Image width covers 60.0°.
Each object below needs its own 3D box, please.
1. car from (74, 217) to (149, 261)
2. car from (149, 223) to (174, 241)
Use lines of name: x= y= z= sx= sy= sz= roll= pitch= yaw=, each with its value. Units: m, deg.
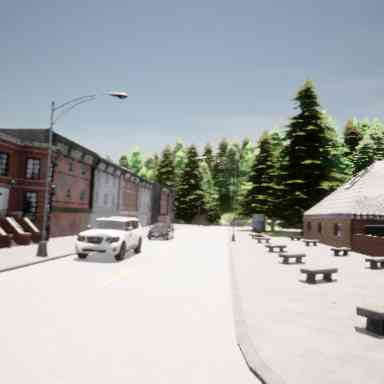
car: x=-4.173 y=2.356 z=17.724 sx=2.150 sy=2.045 sz=5.566 roll=2 pitch=-4 yaw=5
car: x=-2.846 y=3.670 z=31.078 sx=1.837 sy=1.490 sz=4.892 roll=2 pitch=-4 yaw=6
